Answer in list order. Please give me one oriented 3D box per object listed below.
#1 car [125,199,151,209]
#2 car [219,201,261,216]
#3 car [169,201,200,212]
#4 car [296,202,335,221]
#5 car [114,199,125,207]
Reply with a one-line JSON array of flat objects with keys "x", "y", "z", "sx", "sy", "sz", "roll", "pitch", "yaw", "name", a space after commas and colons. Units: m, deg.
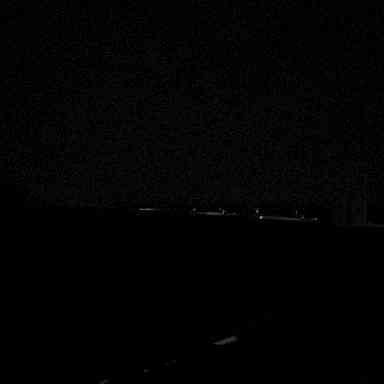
[{"x": -8.244, "y": 1.864, "z": 52.222, "sx": 1.837, "sy": 1.490, "sz": 4.892, "roll": 1, "pitch": -2, "yaw": -35, "name": "car"}, {"x": 4.845, "y": 1.638, "z": 34.012, "sx": 2.128, "sy": 1.511, "sz": 4.902, "roll": 1, "pitch": -1, "yaw": -36, "name": "car"}, {"x": -0.965, "y": 1.836, "z": 42.059, "sx": 1.895, "sy": 1.301, "sz": 4.718, "roll": 1, "pitch": -1, "yaw": -36, "name": "car"}, {"x": 10.573, "y": 1.564, "z": 26.163, "sx": 2.128, "sy": 1.511, "sz": 4.902, "roll": 1, "pitch": -1, "yaw": -37, "name": "car"}, {"x": -13.390, "y": 2.032, "z": 64.270, "sx": 1.882, "sy": 1.535, "sz": 5.008, "roll": 1, "pitch": -1, "yaw": -36, "name": "car"}]
